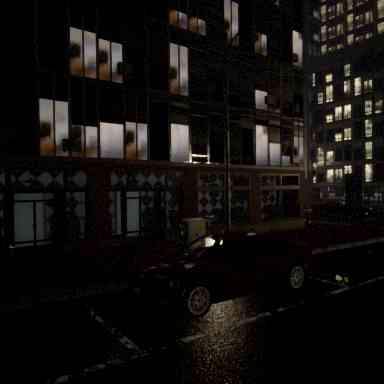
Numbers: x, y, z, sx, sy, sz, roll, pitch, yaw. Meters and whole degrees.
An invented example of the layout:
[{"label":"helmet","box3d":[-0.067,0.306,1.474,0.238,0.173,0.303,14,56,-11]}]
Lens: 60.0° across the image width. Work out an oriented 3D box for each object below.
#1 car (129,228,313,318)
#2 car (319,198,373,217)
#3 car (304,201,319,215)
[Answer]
[{"label":"car","box3d":[0.815,1.543,7.361,4.507,1.381,1.887,0,-1,-36]},{"label":"car","box3d":[13.451,1.491,29.784,1.895,1.301,4.718,-1,1,-36]},{"label":"car","box3d":[9.220,1.451,31.325,2.008,1.369,4.403,-1,1,-35]}]
